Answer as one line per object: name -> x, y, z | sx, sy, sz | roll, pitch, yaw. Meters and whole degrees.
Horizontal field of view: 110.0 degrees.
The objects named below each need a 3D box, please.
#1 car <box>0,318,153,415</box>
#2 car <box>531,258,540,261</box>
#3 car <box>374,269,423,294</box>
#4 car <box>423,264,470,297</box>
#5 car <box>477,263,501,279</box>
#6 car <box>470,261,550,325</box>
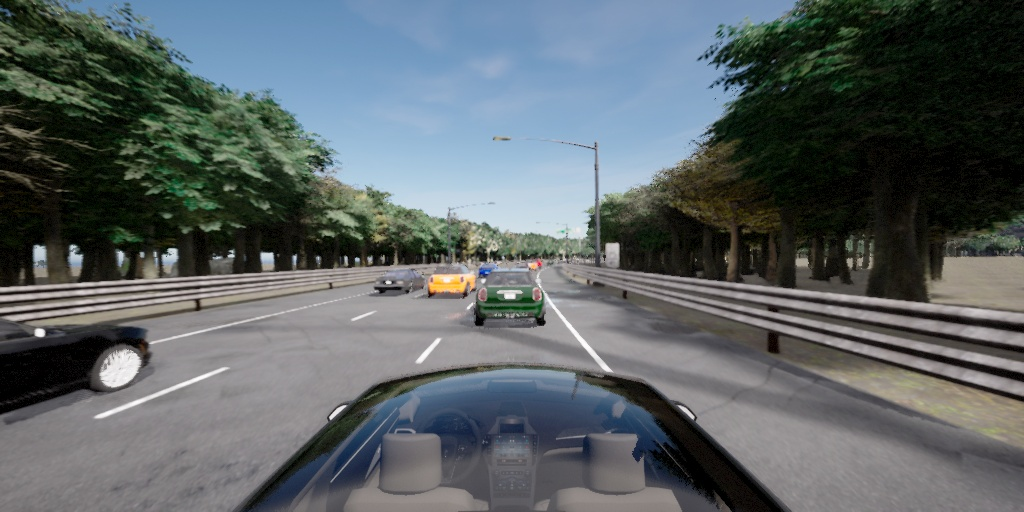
car -> -6.900, 1.300, 3.879 | 1.882, 1.535, 5.008 | 0, -1, -1
car -> 3.148, 1.561, 59.795 | 2.097, 1.767, 4.553 | 0, 0, 7
car -> -6.742, 1.524, 22.285 | 2.033, 1.411, 5.357 | 0, 0, 2
car -> -3.279, 1.287, 20.420 | 2.097, 1.767, 4.553 | 0, 0, 1
car -> -2.377, 1.555, 38.482 | 1.882, 1.535, 5.008 | 0, 0, 4
car -> -0.041, 1.195, 12.454 | 2.097, 1.767, 4.553 | 0, 0, 1
